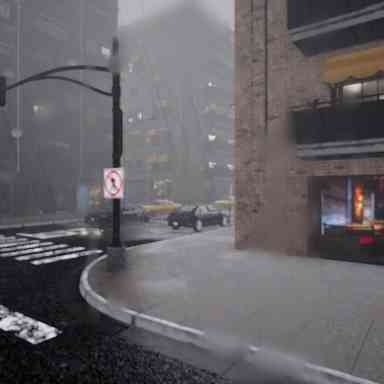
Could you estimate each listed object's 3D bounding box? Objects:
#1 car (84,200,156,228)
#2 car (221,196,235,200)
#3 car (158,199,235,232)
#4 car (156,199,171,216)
[{"bbox_3d":[-4.548,1.356,20.726,1.994,1.385,4.181,0,1,36],"label":"car"},{"bbox_3d":[3.928,1.099,36.627,1.752,1.417,4.829,1,1,36],"label":"car"},{"bbox_3d":[0.457,1.326,18.388,2.008,1.369,4.403,1,1,36],"label":"car"},{"bbox_3d":[-2.720,1.240,27.439,1.752,1.417,4.829,1,1,36],"label":"car"}]
